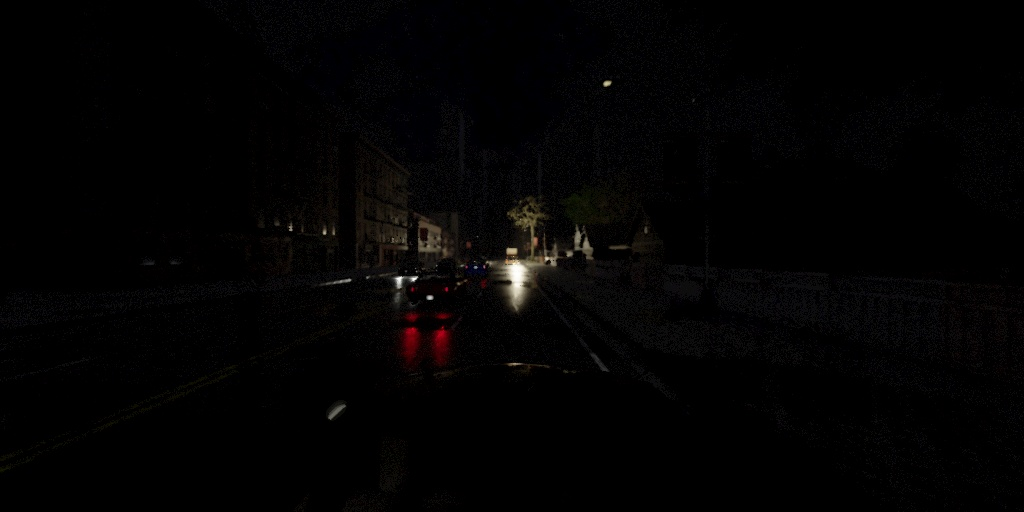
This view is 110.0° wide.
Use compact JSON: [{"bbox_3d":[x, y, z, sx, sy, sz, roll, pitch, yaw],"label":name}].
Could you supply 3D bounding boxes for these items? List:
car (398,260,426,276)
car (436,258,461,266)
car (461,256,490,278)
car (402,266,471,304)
[{"bbox_3d":[-9.845,1.160,35.737,1.837,1.490,4.892,0,0,0],"label":"car"},{"bbox_3d":[-6.593,1.003,37.223,2.097,1.767,4.553,0,0,0],"label":"car"},{"bbox_3d":[-3.155,1.014,33.296,2.097,1.767,4.553,0,0,0],"label":"car"},{"bbox_3d":[-3.151,1.311,15.997,1.895,1.301,4.718,0,0,0],"label":"car"}]
